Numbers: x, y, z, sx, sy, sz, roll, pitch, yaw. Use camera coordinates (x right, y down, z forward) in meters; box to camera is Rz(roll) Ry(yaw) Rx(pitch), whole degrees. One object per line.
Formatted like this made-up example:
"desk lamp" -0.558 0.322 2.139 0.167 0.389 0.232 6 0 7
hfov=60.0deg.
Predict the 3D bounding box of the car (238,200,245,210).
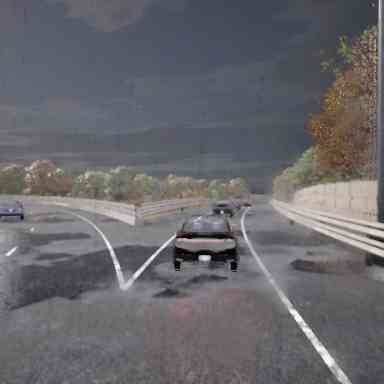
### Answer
"car" 4.848 1.498 39.468 1.895 1.301 4.718 0 0 12

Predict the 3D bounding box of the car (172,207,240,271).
"car" 0.489 1.455 10.844 2.128 1.511 4.902 0 0 4

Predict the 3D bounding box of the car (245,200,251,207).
"car" 11.692 2.556 71.694 1.882 1.535 5.008 0 -4 14

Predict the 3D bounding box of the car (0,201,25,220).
"car" -14.674 1.418 27.062 2.033 1.411 5.357 0 0 -27

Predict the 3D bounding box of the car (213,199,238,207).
"car" 2.938 1.409 30.255 1.837 1.490 4.892 0 0 10
